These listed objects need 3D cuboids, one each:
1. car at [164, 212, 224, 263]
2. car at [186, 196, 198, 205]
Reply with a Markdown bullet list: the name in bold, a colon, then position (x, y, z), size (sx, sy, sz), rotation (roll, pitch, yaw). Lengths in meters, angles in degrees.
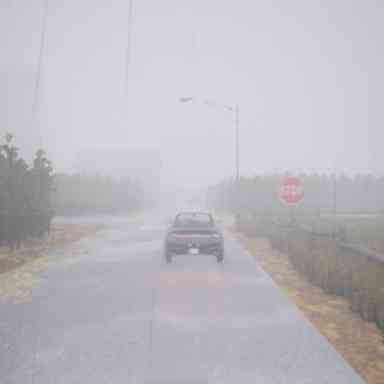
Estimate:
- **car**: position (0.093, 1.468, 11.887), size (2.128, 1.511, 4.902), rotation (0, 0, 1)
- **car**: position (-0.002, 1.569, 63.957), size (2.097, 1.767, 4.553), rotation (0, 0, 0)
